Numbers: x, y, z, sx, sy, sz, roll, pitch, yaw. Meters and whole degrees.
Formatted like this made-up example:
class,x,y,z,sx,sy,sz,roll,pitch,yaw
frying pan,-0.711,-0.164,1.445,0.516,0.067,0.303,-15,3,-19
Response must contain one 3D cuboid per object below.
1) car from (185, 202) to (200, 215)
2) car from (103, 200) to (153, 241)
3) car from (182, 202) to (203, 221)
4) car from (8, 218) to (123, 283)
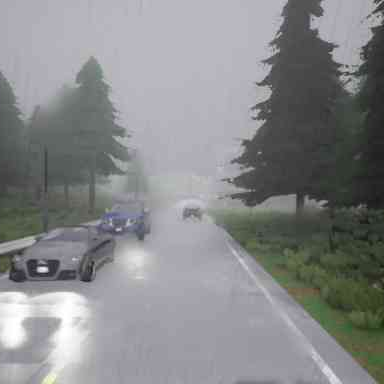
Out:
class,x,y,z,sx,sy,sz,roll,pitch,yaw
car,0.000,2.121,43.915,1.882,1.535,5.008,0,-1,0
car,-3.541,1.501,18.914,2.150,2.045,5.566,0,-1,0
car,0.028,1.988,32.977,1.837,1.490,4.892,0,-1,0
car,-3.614,1.713,10.063,1.994,1.385,4.181,0,-1,0
